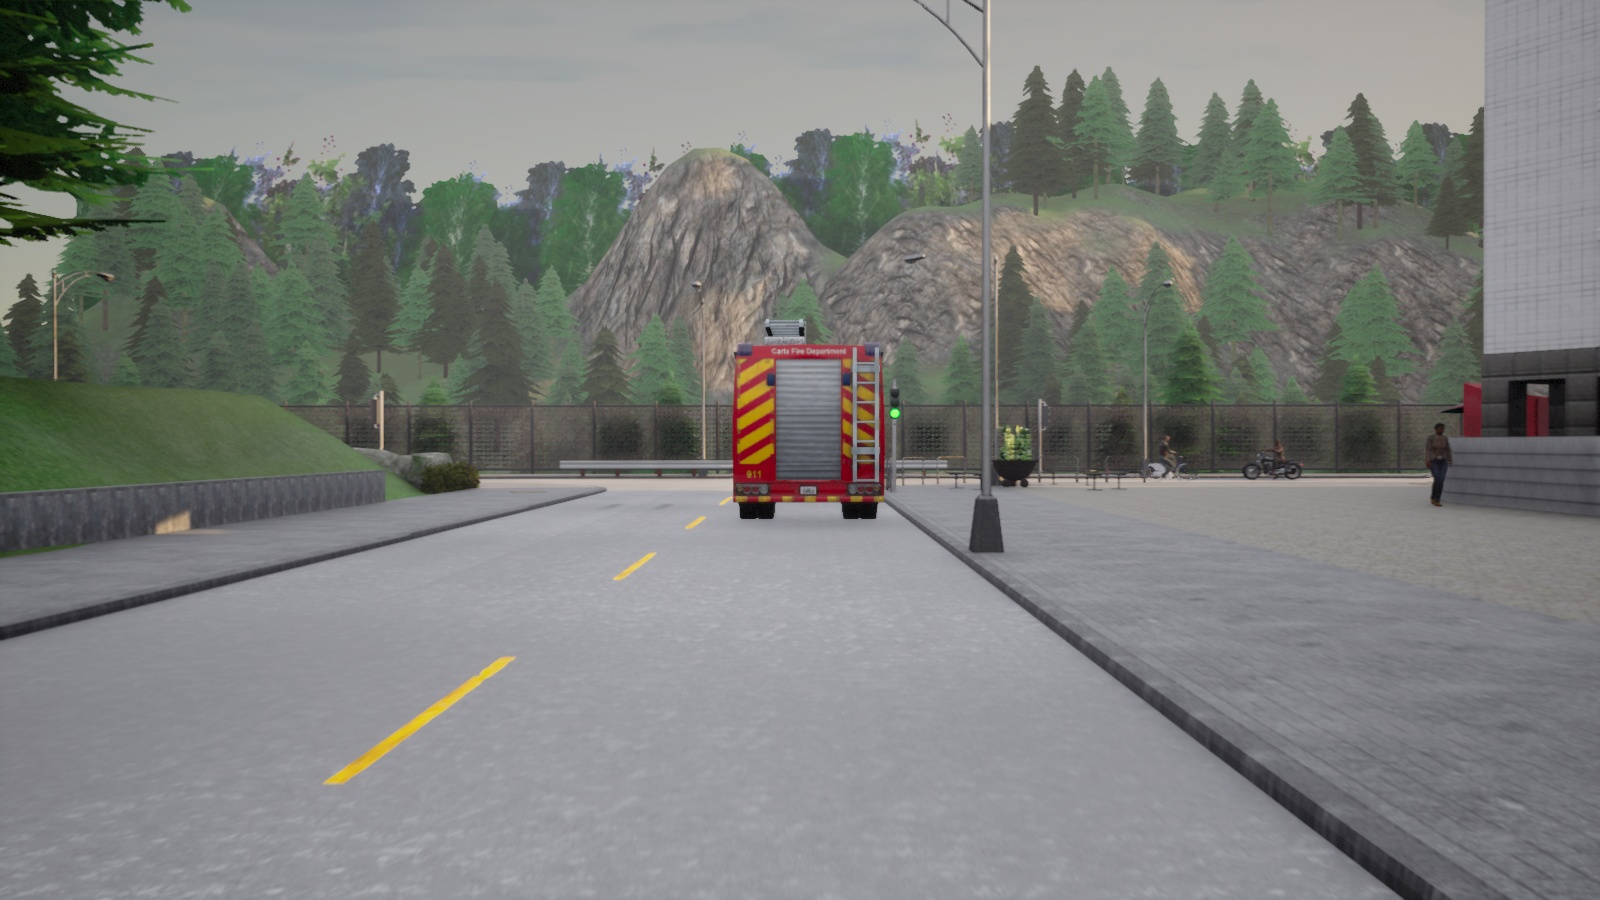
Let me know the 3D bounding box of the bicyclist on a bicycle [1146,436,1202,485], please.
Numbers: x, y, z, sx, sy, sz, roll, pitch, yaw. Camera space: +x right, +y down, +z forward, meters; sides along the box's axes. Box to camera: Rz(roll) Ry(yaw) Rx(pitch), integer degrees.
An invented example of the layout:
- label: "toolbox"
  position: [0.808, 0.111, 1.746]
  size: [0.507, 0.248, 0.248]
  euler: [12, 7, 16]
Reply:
- label: "bicyclist on a bicycle"
  position: [13.676, 0.369, 45.904]
  size: [1.843, 1.776, 0.659]
  euler: [0, 1, -1]

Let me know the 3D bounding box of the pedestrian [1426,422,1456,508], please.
- label: "pedestrian"
  position: [13.714, 0.316, 26.879]
  size: [0.328, 1.805, 0.869]
  euler: [0, 0, 9]

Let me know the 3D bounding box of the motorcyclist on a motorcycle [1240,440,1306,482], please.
- label: "motorcyclist on a motorcycle"
  position: [18.806, 0.431, 49.937]
  size: [2.350, 1.649, 0.766]
  euler: [0, 0, 0]

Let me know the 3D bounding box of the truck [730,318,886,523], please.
- label: "truck"
  position: [0.176, -0.574, 27.610]
  size: [2.891, 3.827, 8.468]
  euler: [0, 0, 0]
